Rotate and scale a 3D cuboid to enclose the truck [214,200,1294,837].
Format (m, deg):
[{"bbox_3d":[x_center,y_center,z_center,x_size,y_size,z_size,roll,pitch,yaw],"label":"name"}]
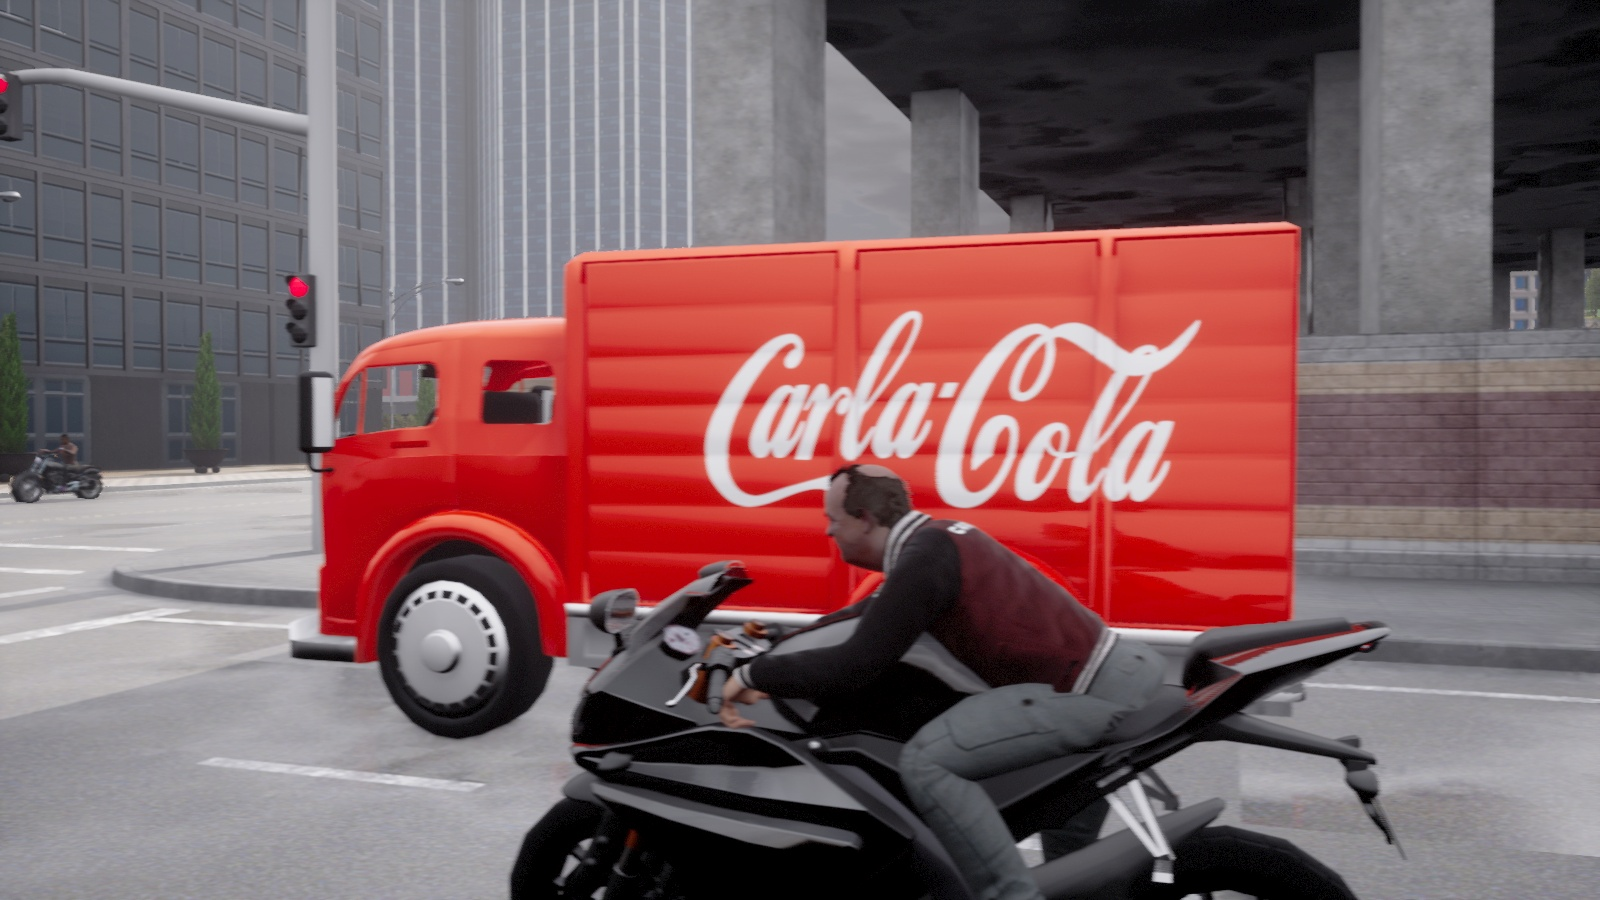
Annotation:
[{"bbox_3d":[-0.152,0.228,6.930,5.204,2.467,2.627,1,1,19],"label":"truck"}]

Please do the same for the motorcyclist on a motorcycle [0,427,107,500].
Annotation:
[{"bbox_3d":[-17.617,0.292,29.599,0.766,1.649,2.350,1,1,19],"label":"motorcyclist on a motorcycle"}]

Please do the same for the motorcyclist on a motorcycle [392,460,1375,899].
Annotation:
[{"bbox_3d":[0.178,0.812,3.134,2.191,1.530,0.866,1,1,19],"label":"motorcyclist on a motorcycle"}]
